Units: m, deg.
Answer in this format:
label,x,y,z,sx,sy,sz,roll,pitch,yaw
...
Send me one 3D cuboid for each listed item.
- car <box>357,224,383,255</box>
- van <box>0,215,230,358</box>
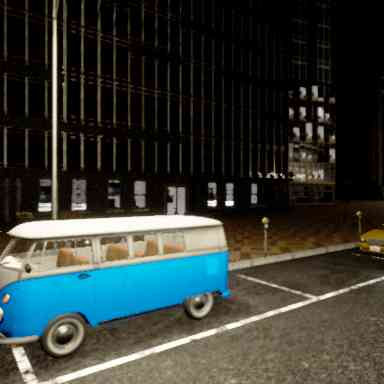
label,x,y,z,sx,sy,sz,roll,pitch,yaw
car,7.893,1.514,12.190,4.829,1.417,1.752,0,0,-36
van,-1.198,1.340,5.703,3.998,1.788,1.690,0,0,-36
